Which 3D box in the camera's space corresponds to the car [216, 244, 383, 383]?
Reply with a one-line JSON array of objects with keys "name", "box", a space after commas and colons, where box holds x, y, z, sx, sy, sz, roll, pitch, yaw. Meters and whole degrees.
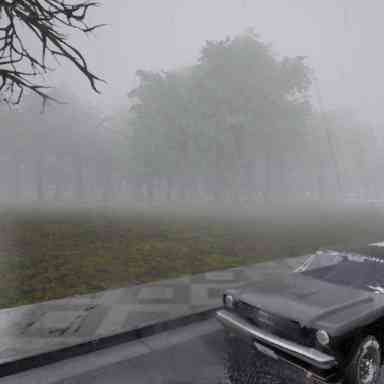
[{"name": "car", "box": [2.681, 1.604, 5.302, 4.718, 1.301, 1.895, 0, 0, -36]}]
